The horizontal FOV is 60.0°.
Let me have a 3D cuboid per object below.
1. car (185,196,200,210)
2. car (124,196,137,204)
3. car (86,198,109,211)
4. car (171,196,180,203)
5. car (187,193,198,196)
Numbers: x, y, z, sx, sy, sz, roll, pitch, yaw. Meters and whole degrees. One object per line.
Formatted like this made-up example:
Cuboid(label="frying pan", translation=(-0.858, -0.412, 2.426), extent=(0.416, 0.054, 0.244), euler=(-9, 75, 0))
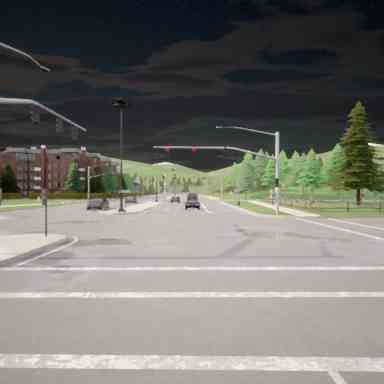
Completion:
Cuboid(label="car", translation=(0.055, 1.601, 43.513), extent=(1.895, 1.301, 4.718), euler=(0, 0, 0))
Cuboid(label="car", translation=(-11.434, 1.525, 62.257), extent=(1.812, 1.442, 4.674), euler=(0, 0, 0))
Cuboid(label="car", translation=(-11.544, 1.503, 41.025), extent=(1.837, 1.490, 4.892), euler=(0, 0, 0))
Cuboid(label="car", translation=(-3.412, 1.491, 68.922), extent=(2.128, 1.511, 4.902), euler=(0, 0, 0))
Cuboid(label="car", translation=(0.088, 1.221, 68.949), extent=(2.150, 2.045, 5.566), euler=(0, 0, 0))
